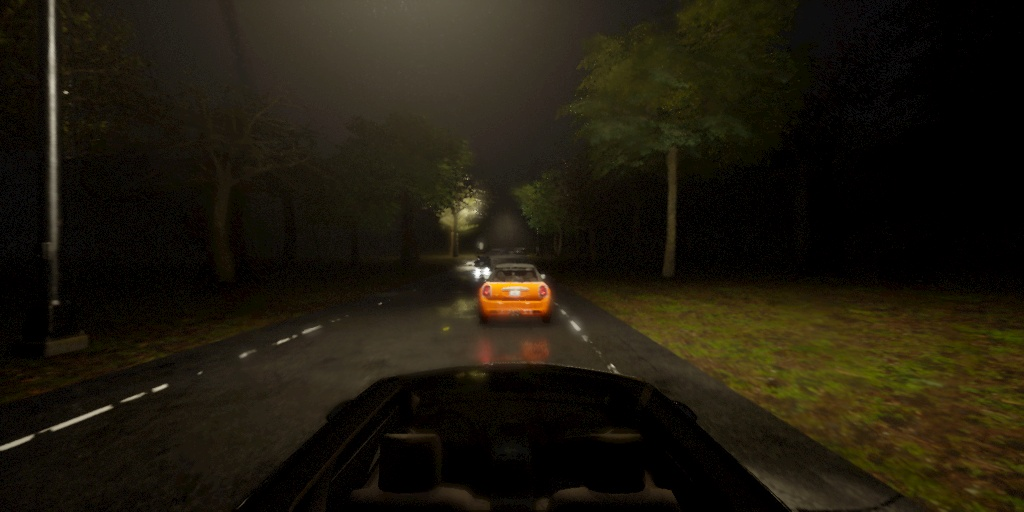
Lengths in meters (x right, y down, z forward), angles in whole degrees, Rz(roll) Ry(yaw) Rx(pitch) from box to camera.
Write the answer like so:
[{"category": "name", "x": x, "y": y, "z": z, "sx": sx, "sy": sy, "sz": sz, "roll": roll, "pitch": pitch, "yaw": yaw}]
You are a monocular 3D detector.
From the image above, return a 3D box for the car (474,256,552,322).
[{"category": "car", "x": 0.090, "y": 1.022, "z": 12.002, "sx": 2.097, "sy": 1.767, "sz": 4.553, "roll": 0, "pitch": 1, "yaw": 0}]

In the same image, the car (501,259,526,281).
[{"category": "car", "x": 0.098, "y": 1.026, "z": 28.472, "sx": 1.812, "sy": 1.442, "sz": 4.674, "roll": 0, "pitch": 1, "yaw": 0}]

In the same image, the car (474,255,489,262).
[{"category": "car", "x": -3.571, "y": 0.624, "z": 44.300, "sx": 2.128, "sy": 1.511, "sz": 4.902, "roll": 0, "pitch": 2, "yaw": 0}]
